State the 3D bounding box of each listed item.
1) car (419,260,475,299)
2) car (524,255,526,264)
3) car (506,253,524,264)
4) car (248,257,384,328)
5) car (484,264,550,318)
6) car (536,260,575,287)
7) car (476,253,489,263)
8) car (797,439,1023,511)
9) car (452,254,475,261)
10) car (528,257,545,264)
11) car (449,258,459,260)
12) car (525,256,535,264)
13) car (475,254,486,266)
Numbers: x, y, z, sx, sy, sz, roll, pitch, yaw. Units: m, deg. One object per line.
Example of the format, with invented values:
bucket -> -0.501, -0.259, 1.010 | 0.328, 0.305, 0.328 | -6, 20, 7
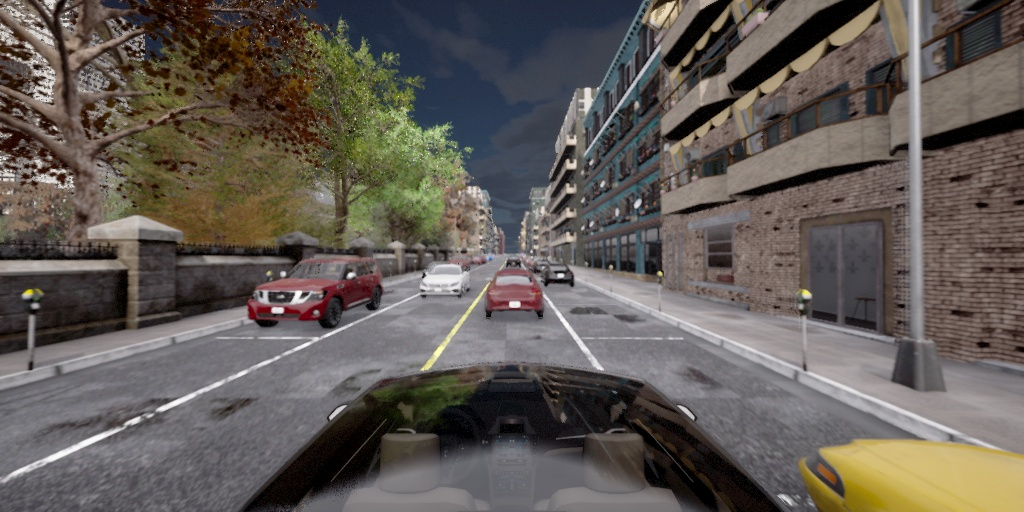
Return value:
car -> -3.059, 1.121, 17.209 | 1.812, 1.442, 4.674 | 0, 1, 0
car -> 2.793, 0.876, 44.301 | 1.888, 1.381, 4.507 | 0, 0, 0
car -> 0.210, 0.775, 47.682 | 1.882, 1.535, 5.008 | 0, 1, 0
car -> -5.667, 0.969, 11.184 | 2.192, 1.841, 5.009 | 0, 0, 0
car -> 0.065, 1.170, 12.387 | 1.812, 1.442, 4.674 | 0, 1, 0
car -> 2.739, 1.115, 22.209 | 1.948, 1.339, 4.313 | 0, 0, 0
car -> -5.549, 0.480, 60.892 | 2.192, 1.841, 5.009 | 0, 0, 0
car -> 2.687, 1.292, 0.287 | 1.751, 1.417, 4.829 | 0, 0, 0
car -> -5.601, 0.697, 38.800 | 2.192, 1.841, 5.009 | 0, 0, 0
car -> 2.766, 1.006, 33.257 | 1.948, 1.339, 4.313 | 0, 0, 0
car -> -5.628, 1.057, 27.753 | 1.948, 1.339, 4.313 | 0, 0, 0
car -> 2.780, 0.825, 38.779 | 1.967, 1.591, 4.097 | 0, 0, 0
car -> -5.562, 0.764, 55.369 | 1.888, 1.381, 4.507 | 0, 0, 0
